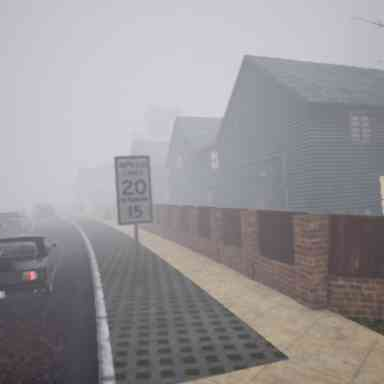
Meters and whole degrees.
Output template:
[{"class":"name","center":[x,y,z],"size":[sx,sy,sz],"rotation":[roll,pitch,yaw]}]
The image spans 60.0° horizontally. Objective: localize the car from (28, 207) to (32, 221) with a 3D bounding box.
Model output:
[{"class":"car","center":[-20.411,2.785,39.402],"size":[2.033,1.411,5.357],"rotation":[-3,-1,-27]}]

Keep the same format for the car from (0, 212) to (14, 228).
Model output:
[{"class":"car","center":[-10.455,2.041,16.542],"size":[1.882,1.535,5.008],"rotation":[-3,0,-21]}]

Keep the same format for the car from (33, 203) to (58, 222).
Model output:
[{"class":"car","center":[-16.549,2.383,37.862],"size":[2.097,1.767,4.553],"rotation":[-3,-1,-26]}]

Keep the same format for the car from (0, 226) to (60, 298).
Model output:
[{"class":"car","center":[-4.569,1.814,8.717],"size":[1.895,1.301,4.718],"rotation":[-3,0,-18]}]

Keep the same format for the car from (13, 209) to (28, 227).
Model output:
[{"class":"car","center":[-14.194,2.289,25.832],"size":[1.882,1.535,5.008],"rotation":[-3,0,-23]}]
